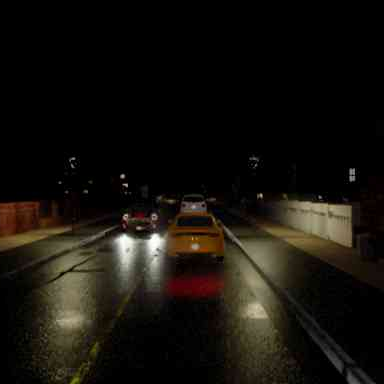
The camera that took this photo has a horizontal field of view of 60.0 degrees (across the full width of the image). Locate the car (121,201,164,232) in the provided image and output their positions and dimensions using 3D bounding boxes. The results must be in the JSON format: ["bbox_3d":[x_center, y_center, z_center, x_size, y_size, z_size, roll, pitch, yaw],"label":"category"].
[{"bbox_3d":[-2.842,1.366,20.087,2.097,1.767,4.553,0,0,0],"label":"car"}]

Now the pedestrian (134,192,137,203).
[{"bbox_3d":[-9.662,0.922,56.382,0.375,1.860,0.375,0,0,1],"label":"pedestrian"}]

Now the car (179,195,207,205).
[{"bbox_3d":[0.113,1.243,28.802,2.150,2.045,5.566,0,0,-1],"label":"car"}]

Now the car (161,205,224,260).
[{"bbox_3d":[0.098,1.486,12.449,1.882,1.535,5.008,0,0,0],"label":"car"}]
